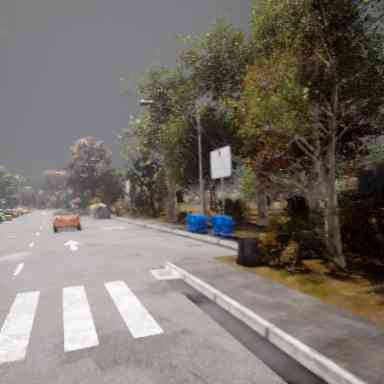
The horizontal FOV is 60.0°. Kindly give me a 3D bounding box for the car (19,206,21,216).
[{"bbox_3d":[-33.199,3.811,58.045,4.553,1.767,2.185,-2,-2,-42],"label":"car"}]

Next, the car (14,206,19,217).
[{"bbox_3d":[-29.755,3.366,49.767,5.566,2.045,2.435,-3,-1,-43],"label":"car"}]

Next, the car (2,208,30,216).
[{"bbox_3d":[-41.062,4.694,77.584,5.366,1.575,1.946,-2,-2,-43],"label":"car"}]

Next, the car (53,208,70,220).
[{"bbox_3d":[-18.658,3.132,47.456,2.128,1.511,4.902,-2,-1,-23],"label":"car"}]

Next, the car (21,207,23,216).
[{"bbox_3d":[-34.287,4.072,60.856,4.792,1.488,2.163,-2,-2,-42],"label":"car"}]

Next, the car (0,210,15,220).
[{"bbox_3d":[-30.880,3.762,52.512,4.674,1.452,2.002,-2,-1,-42],"label":"car"}]

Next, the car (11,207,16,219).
[{"bbox_3d":[-28.472,3.504,47.090,5.366,1.575,1.946,-2,-1,-42],"label":"car"}]

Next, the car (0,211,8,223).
[{"bbox_3d":[-27.444,3.438,44.207,4.792,1.488,2.163,-2,-1,-42],"label":"car"}]

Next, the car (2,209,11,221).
[{"bbox_3d":[-26.322,3.054,41.435,5.566,2.045,2.435,-2,-1,-42],"label":"car"}]

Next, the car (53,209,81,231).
[{"bbox_3d":[-10.984,2.322,29.080,2.097,1.767,4.553,-2,-1,-23],"label":"car"}]

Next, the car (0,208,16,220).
[{"bbox_3d":[-32.058,3.704,55.271,4.553,1.767,2.185,-2,-2,-42],"label":"car"}]

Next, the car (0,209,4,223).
[{"bbox_3d":[-25.170,3.233,38.657,4.792,1.488,2.163,-2,-1,-42],"label":"car"}]

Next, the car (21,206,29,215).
[{"bbox_3d":[-38.901,4.483,71.917,4.892,1.521,2.231,-2,-2,-43],"label":"car"}]
